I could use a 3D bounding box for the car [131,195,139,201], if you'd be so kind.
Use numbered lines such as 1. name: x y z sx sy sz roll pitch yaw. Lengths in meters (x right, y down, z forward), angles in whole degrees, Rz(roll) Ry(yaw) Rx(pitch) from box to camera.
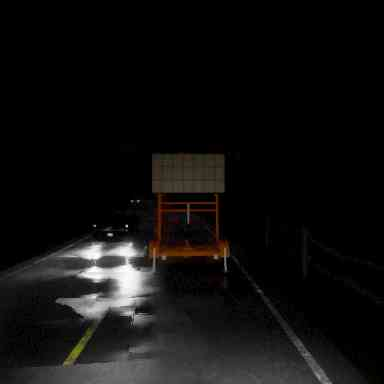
1. car: -15.129 1.477 87.925 1.882 1.535 5.008 0 0 -14

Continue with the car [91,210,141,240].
1. car: -3.769 1.601 17.095 1.895 1.301 4.718 0 0 -3

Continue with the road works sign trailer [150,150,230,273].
1. road works sign trailer: -0.118 0.464 10.685 2.380 3.560 2.880 0 0 -3
